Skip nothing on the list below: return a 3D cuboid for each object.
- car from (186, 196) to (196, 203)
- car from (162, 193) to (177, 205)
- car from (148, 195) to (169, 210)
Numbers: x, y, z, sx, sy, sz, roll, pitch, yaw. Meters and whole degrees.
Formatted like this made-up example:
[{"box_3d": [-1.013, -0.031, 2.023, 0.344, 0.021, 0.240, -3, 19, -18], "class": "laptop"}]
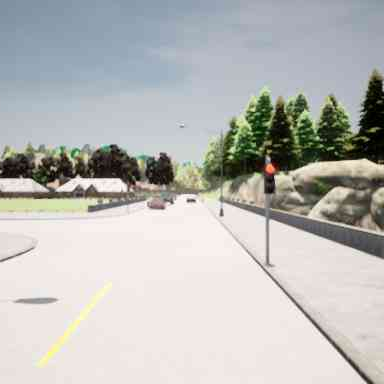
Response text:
[{"box_3d": [-0.146, 1.476, 63.893, 1.895, 1.301, 4.718, 0, 0, 0], "class": "car"}, {"box_3d": [-4.205, 1.115, 55.958, 2.150, 2.045, 5.566, 0, 0, 0], "class": "car"}, {"box_3d": [-4.188, 1.446, 40.727, 1.812, 1.442, 4.674, 0, 0, 0], "class": "car"}]
